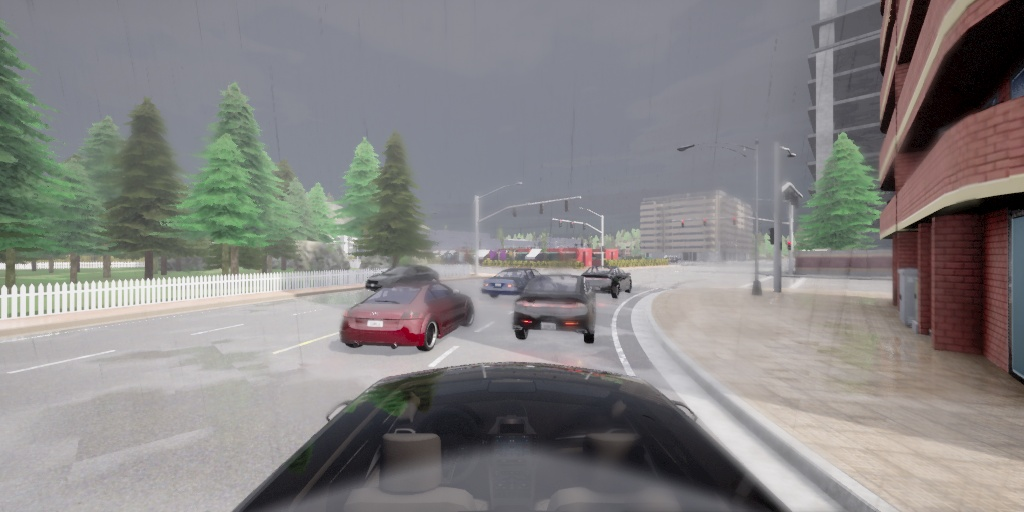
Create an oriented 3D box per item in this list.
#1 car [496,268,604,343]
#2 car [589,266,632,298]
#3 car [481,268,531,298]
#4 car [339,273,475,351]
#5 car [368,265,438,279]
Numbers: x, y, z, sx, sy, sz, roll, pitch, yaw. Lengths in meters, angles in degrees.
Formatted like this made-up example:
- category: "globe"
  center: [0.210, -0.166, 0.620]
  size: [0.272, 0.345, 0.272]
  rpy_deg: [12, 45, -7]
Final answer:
- category: "car"
  center: [1.344, 1.242, 9.777]
  size: [2.128, 1.511, 4.902]
  rpy_deg: [0, 0, 14]
- category: "car"
  center: [4.836, 1.236, 18.338]
  size: [2.128, 1.511, 4.902]
  rpy_deg: [1, 1, 29]
- category: "car"
  center: [0.463, 1.297, 17.823]
  size: [2.033, 1.411, 5.357]
  rpy_deg: [0, 0, 25]
- category: "car"
  center: [-2.365, 1.314, 9.105]
  size: [1.994, 1.385, 4.181]
  rpy_deg: [0, 0, 10]
- category: "car"
  center: [-6.179, 1.270, 20.732]
  size: [1.837, 1.490, 4.892]
  rpy_deg: [0, 0, 25]
